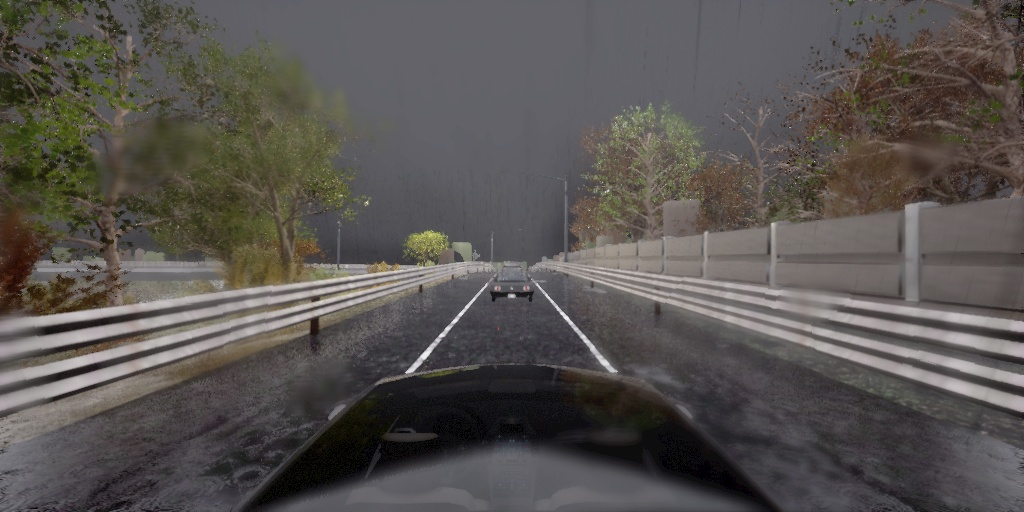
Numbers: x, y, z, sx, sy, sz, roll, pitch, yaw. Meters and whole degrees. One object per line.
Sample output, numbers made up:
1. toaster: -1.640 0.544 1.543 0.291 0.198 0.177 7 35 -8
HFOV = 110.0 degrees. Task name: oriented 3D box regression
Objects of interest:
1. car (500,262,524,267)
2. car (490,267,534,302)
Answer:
1. car: 0.000 1.248 32.067 2.128 1.511 4.902 0 0 0
2. car: 0.000 1.367 17.062 1.895 1.301 4.718 0 0 0
